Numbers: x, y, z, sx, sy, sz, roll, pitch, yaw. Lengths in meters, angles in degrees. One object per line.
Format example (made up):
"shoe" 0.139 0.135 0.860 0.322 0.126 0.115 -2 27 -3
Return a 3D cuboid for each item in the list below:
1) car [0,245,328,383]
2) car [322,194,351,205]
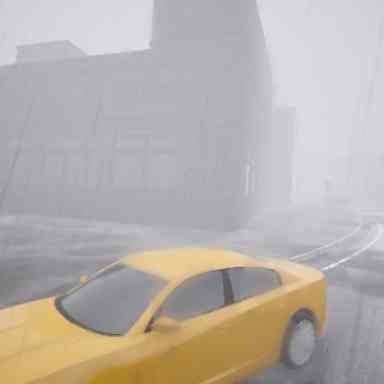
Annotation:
"car" -0.288 1.505 4.075 5.008 1.535 1.882 0 0 -39
"car" 18.659 0.947 43.047 1.895 1.301 4.718 3 2 -1
